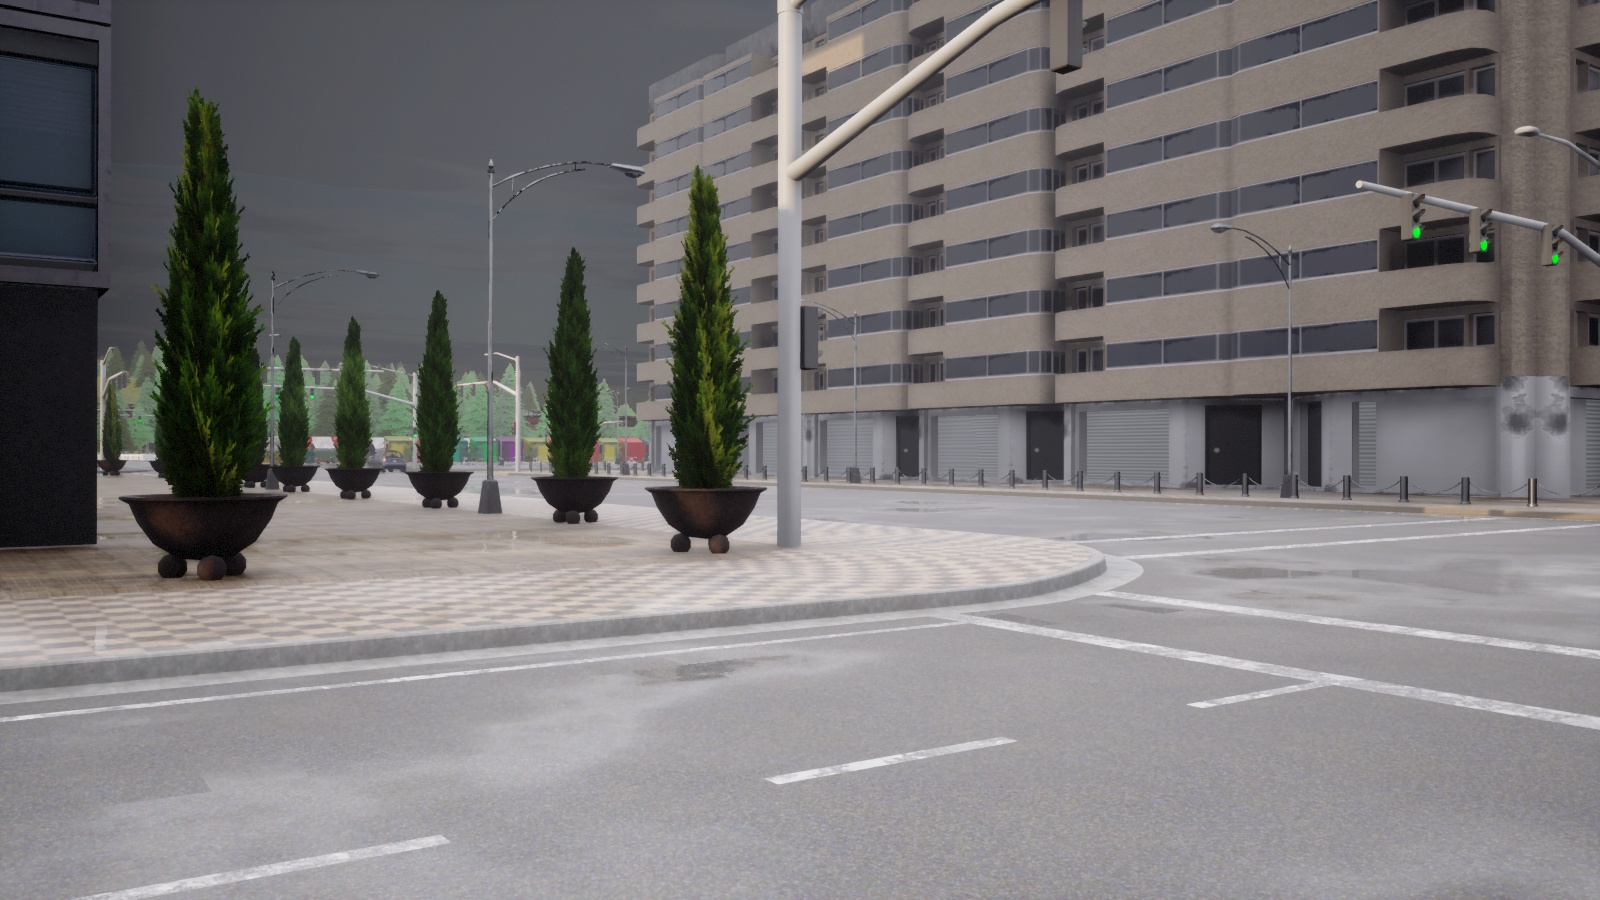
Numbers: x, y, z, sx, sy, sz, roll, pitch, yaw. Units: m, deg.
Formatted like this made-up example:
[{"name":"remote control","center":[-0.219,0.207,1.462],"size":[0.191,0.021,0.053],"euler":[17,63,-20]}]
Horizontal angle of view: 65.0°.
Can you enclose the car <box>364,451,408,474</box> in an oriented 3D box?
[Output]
[{"name":"car","center":[-29.729,0.899,90.101],"size":[1.851,1.617,3.988],"euler":[0,0,-36]}]
